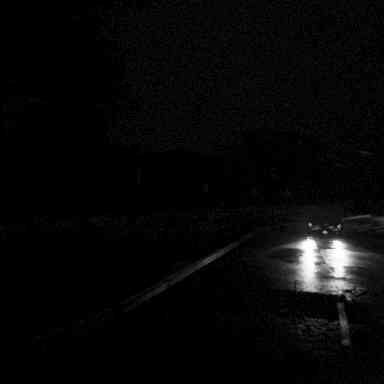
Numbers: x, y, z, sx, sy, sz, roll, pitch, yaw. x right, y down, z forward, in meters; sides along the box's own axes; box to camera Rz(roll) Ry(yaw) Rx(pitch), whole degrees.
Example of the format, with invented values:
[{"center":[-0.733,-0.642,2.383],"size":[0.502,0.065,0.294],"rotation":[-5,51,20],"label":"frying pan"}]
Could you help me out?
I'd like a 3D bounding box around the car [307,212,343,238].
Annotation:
[{"center":[7.824,1.867,19.748],"size":[1.895,1.301,4.718],"rotation":[0,-1,21],"label":"car"}]
